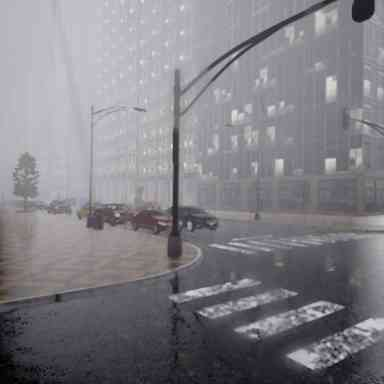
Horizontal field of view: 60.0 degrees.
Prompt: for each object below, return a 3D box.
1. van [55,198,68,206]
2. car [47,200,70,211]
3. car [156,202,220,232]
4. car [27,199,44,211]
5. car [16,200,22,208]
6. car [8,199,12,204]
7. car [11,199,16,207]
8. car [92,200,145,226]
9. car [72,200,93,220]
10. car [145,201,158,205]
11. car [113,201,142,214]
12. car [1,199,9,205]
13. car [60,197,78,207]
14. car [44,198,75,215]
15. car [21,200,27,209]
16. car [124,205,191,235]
[{"bbox_3d":[-27.850,2.106,70.826,1.690,1.788,3.998,1,-1,-35],"label":"van"},{"bbox_3d":[-19.949,1.961,49.615,2.128,1.511,4.902,1,-1,-35],"label":"car"},{"bbox_3d":[-0.191,1.625,21.194,1.837,1.490,4.892,1,-1,-33],"label":"car"},{"bbox_3d":[-21.687,1.953,47.393,2.008,1.369,4.403,1,-1,-35],"label":"car"},{"bbox_3d":[-28.202,2.056,56.708,1.887,1.381,4.507,1,-1,-35],"label":"car"},{"bbox_3d":[-34.717,2.203,66.021,1.802,1.307,4.206,1,-1,-35],"label":"car"},{"bbox_3d":[-31.460,2.117,61.364,2.008,1.369,4.403,1,-1,-35],"label":"car"},{"bbox_3d":[-5.399,1.569,24.109,1.967,1.590,4.097,1,-1,-35],"label":"car"},{"bbox_3d":[-8.559,1.707,28.626,1.752,1.417,4.829,1,-1,-35],"label":"car"},{"bbox_3d":[-5.047,1.822,38.225,1.967,1.590,4.097,1,-1,-35],"label":"car"},{"bbox_3d":[-8.402,1.964,43.020,1.752,1.417,4.829,1,-1,-35],"label":"car"},{"bbox_3d":[-41.233,2.281,75.336,2.008,1.369,4.403,1,-1,-35],"label":"car"},{"bbox_3d":[-24.593,2.025,66.169,2.192,1.841,5.009,1,-1,-35],"label":"car"},{"bbox_3d":[-15.172,1.733,38.081,1.967,1.590,4.097,1,-1,-35],"label":"car"},{"bbox_3d":[-24.944,2.023,52.050,1.947,1.339,4.313,1,-1,-35],"label":"car"},{"bbox_3d":[-2.141,1.657,19.450,1.802,1.307,4.206,1,-1,-35],"label":"car"}]
